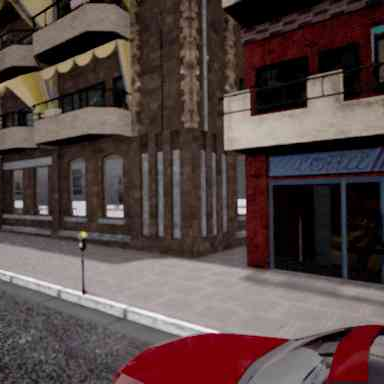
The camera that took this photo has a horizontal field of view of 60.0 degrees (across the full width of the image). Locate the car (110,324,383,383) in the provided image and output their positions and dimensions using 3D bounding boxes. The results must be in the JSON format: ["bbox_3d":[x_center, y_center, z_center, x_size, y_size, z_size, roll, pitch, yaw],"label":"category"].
[{"bbox_3d":[1.204,1.582,2.032,4.206,1.307,1.802,0,-1,35],"label":"car"}]
